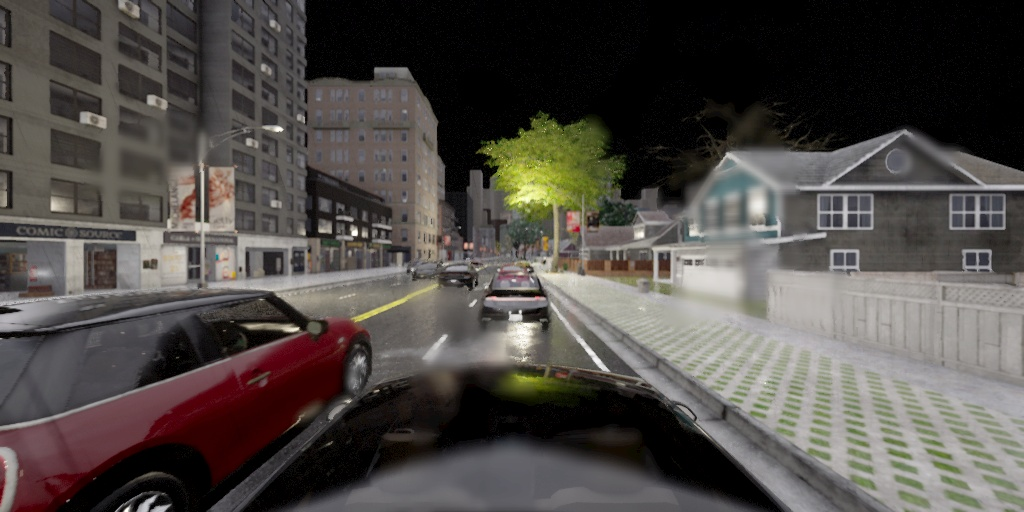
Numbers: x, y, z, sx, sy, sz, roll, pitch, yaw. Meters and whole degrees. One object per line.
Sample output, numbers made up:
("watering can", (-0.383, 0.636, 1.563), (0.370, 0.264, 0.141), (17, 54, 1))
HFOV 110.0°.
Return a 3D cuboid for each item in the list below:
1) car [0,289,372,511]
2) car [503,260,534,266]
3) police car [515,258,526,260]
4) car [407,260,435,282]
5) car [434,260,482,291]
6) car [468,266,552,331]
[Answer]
("car", (-3.146, 1.102, 3.581), (2.097, 1.767, 4.553), (0, 0, 0))
("car", (0.103, 1.215, 22.022), (1.882, 1.535, 5.008), (0, 0, 0))
("police car", (0.979, 1.148, 32.532), (1.930, 1.638, 5.238), (0, 0, 0))
("car", (-6.596, 1.233, 28.668), (1.837, 1.490, 4.892), (0, 0, 0))
("car", (-3.146, 1.215, 21.967), (1.882, 1.535, 5.008), (0, 0, 0))
("car", (0.099, 1.238, 10.894), (2.128, 1.511, 4.902), (0, 0, 0))
